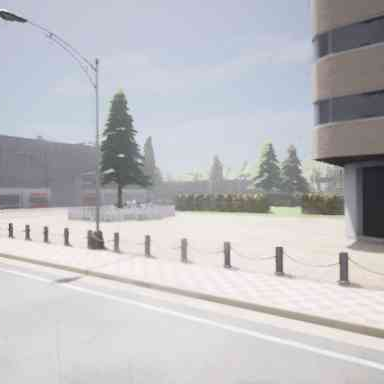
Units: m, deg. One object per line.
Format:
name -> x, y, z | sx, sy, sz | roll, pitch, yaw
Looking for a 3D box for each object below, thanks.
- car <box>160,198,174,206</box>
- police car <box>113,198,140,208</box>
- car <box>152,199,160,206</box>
car -> -3.153, 1.888, 63.568 | 2.128, 1.511, 4.902 | -1, -1, 36
police car -> -11.452, 1.935, 58.000 | 2.038, 1.542, 4.974 | -1, 0, 36
car -> -5.990, 1.995, 65.619 | 1.994, 1.385, 4.181 | -1, 0, 36
